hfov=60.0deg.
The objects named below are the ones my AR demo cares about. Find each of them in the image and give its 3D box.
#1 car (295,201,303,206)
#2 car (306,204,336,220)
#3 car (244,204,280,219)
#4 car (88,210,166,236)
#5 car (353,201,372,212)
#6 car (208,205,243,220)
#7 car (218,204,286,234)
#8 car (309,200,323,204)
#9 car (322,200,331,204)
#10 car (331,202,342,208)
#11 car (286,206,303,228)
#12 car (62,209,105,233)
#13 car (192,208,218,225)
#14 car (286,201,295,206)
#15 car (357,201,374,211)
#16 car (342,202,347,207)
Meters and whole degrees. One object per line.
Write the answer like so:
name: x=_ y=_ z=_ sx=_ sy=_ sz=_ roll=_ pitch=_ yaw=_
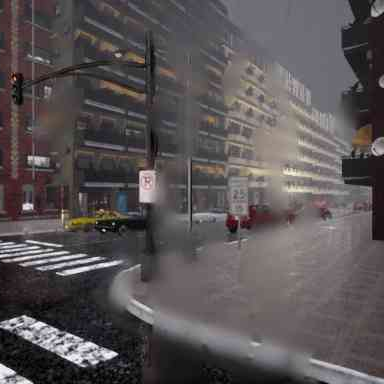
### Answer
car: x=16.686 y=2.343 z=54.558 sx=2.192 sy=1.841 sz=5.009 roll=-1 pitch=-2 yaw=35
car: x=13.820 y=2.286 z=35.895 sx=1.802 sy=1.307 sz=4.206 roll=-1 pitch=-2 yaw=35
car: x=7.954 y=2.173 z=37.510 sx=2.128 sy=1.511 sz=4.902 roll=0 pitch=-1 yaw=35
car: x=-3.762 y=1.913 z=20.789 sx=1.895 sy=1.301 sz=4.718 roll=0 pitch=-1 yaw=35
car: x=30.053 y=2.524 z=59.102 sx=2.192 sy=1.841 sz=5.009 roll=-1 pitch=-2 yaw=35
car: x=3.699 y=2.167 z=35.992 sx=1.887 sy=1.381 sz=4.507 roll=-1 pitch=-2 yaw=35
car: x=4.077 y=1.713 z=21.982 sx=2.192 sy=1.841 sz=5.009 roll=-1 pitch=-2 yaw=35
car: x=23.182 y=2.774 z=63.834 sx=1.887 sy=1.381 sz=4.507 roll=-1 pitch=-2 yaw=35
car: x=26.427 y=2.643 z=68.479 sx=2.192 sy=1.841 sz=5.009 roll=-1 pitch=-2 yaw=35
car: x=32.924 y=3.070 z=77.754 sx=1.887 sy=1.381 sz=4.507 roll=-1 pitch=-2 yaw=35
car: x=7.325 y=2.045 z=26.616 sx=1.887 sy=1.381 sz=4.507 roll=-1 pitch=-2 yaw=35
car: x=-6.141 y=1.836 z=21.932 sx=1.752 sy=1.417 sz=4.829 roll=-1 pitch=-2 yaw=35
car: x=1.982 y=2.096 z=28.997 sx=1.895 sy=1.301 sz=4.718 roll=0 pitch=-1 yaw=35
car: x=13.342 y=2.449 z=49.773 sx=1.752 sy=1.417 sz=4.829 roll=-1 pitch=-2 yaw=35
car: x=33.301 y=2.623 z=63.743 sx=2.192 sy=1.841 sz=5.009 roll=-1 pitch=-2 yaw=35
car: x=39.419 y=3.285 z=87.036 sx=1.947 sy=1.339 sz=4.313 roll=-1 pitch=-2 yaw=35
